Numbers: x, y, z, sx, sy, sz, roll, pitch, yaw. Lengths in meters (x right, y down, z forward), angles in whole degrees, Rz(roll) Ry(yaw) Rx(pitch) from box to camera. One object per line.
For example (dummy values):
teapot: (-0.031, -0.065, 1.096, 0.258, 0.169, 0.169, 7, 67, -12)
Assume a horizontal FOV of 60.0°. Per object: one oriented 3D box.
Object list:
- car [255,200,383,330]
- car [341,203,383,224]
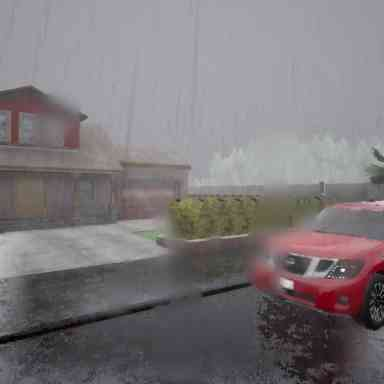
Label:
car: (3.919, 1.221, 7.268, 5.566, 2.045, 2.150, 0, 0, -34)
car: (13.537, 1.563, 24.587, 1.994, 1.385, 4.181, 0, 0, -35)
